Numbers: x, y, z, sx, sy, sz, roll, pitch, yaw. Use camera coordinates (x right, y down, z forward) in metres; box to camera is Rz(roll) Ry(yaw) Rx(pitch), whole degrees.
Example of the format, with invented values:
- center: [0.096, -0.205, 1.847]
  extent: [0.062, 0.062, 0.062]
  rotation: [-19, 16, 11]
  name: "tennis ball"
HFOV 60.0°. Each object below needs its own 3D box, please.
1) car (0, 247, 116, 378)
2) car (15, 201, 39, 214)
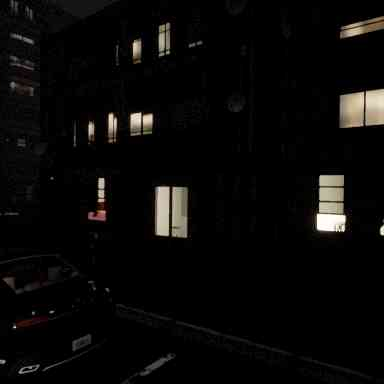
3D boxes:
- center: [-3.084, 1.549, 5.215]
  extent: [4.403, 1.369, 2.008]
  rotation: [0, 1, 36]
  name: "car"
- center: [-18.228, 1.720, 38.683]
  extent: [1.994, 1.385, 4.181]
  rotation: [1, 0, 36]
  name: "car"
